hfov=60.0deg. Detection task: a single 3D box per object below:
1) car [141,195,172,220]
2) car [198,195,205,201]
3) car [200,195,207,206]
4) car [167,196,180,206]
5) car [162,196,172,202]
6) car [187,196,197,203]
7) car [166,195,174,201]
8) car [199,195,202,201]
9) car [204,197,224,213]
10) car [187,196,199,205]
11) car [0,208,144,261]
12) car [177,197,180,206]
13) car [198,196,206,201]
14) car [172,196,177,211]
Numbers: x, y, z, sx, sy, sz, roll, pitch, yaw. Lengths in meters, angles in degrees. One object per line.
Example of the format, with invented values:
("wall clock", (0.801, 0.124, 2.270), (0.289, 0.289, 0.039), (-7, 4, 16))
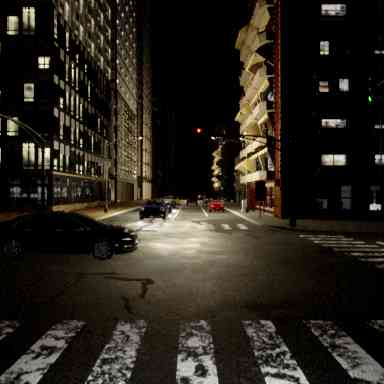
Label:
("car", (-3.142, 1.357, 28.148), (2.097, 1.767, 4.553), (0, 0, 0))
("car", (2.537, 1.491, 89.698), (1.967, 1.590, 4.097), (0, 0, 0))
("car", (2.606, 1.567, 50.158), (2.008, 1.369, 4.403), (0, 0, 0))
("car", (-3.097, 1.498, 56.726), (1.882, 1.535, 5.008), (0, 0, 0))
("car", (-5.823, 1.589, 78.386), (2.008, 1.369, 4.403), (0, 0, 0))
("car", (-0.033, 1.594, 70.302), (1.994, 1.385, 4.181), (0, 0, 0))
("car", (-5.843, 1.596, 89.683), (1.887, 1.381, 4.507), (0, 0, 0))
("car", (2.597, 1.571, 55.806), (2.008, 1.369, 4.403), (0, 0, 0))
("car", (2.679, 1.591, 37.241), (1.802, 1.307, 4.206), (0, 0, 0))
("car", (0.002, 1.527, 57.938), (1.837, 1.490, 4.892), (0, 0, 0))
("car", (-4.358, 1.451, 11.576), (4.892, 1.490, 1.837), (1, 0, -1))
("car", (-3.153, 1.615, 46.454), (1.895, 1.301, 4.718), (0, 0, 0))
("car", (2.547, 1.626, 84.049), (1.802, 1.307, 4.206), (0, 0, 0))
("car", (-3.158, 1.501, 37.196), (2.128, 1.511, 4.902), (0, 0, 0))
